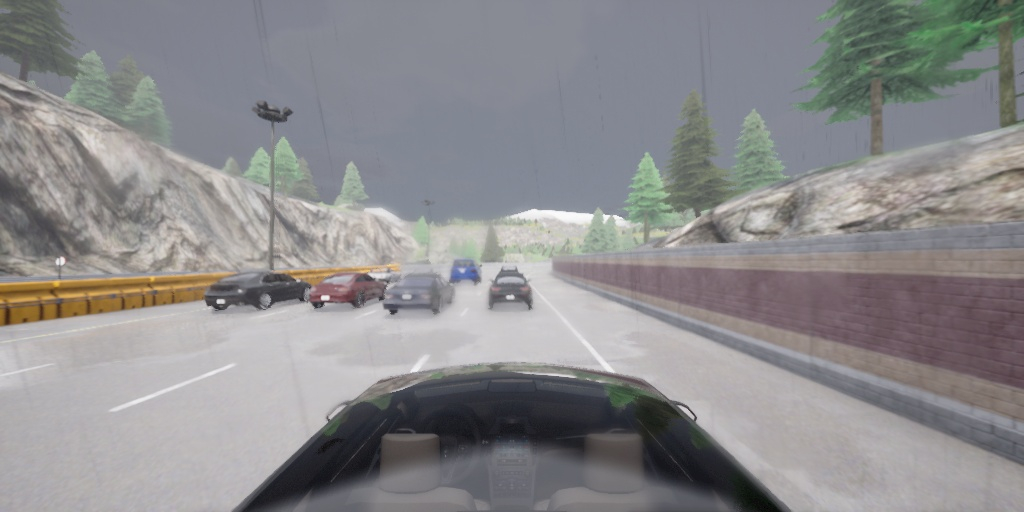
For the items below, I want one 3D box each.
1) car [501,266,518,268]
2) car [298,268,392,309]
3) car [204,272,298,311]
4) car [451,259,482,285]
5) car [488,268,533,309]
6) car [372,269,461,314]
[{"bbox_3d":[-0.211,1.562,30.529,2.128,1.511,4.902,0,0,0],"label":"car"},{"bbox_3d":[-7.053,1.432,15.839,1.812,1.442,4.674,0,0,0],"label":"car"},{"bbox_3d":[-10.553,1.410,15.411,1.837,1.490,4.892,0,0,0],"label":"car"},{"bbox_3d":[-3.718,1.284,29.549,2.150,2.045,5.566,0,0,0],"label":"car"},{"bbox_3d":[-0.054,1.433,15.925,1.812,1.442,4.674,0,0,0],"label":"car"},{"bbox_3d":[-3.549,1.440,14.521,2.033,1.411,5.357,0,-1,-1],"label":"car"}]
